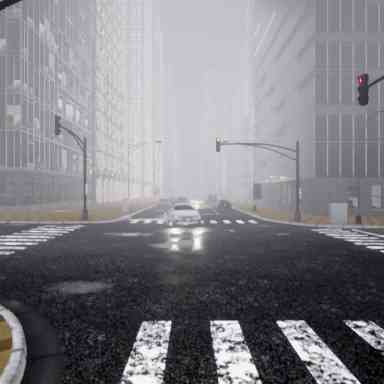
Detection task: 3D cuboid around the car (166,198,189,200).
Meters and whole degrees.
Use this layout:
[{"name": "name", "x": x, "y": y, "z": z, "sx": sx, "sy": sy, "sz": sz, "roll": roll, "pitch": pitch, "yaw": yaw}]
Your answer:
[{"name": "car", "x": -1.517, "y": 1.613, "z": 36.965, "sx": 1.895, "sy": 1.301, "sz": 4.718, "roll": 0, "pitch": 0, "yaw": 0}]

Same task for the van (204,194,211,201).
[{"name": "van", "x": 3.712, "y": 1.315, "z": 80.482, "sx": 1.690, "sy": 1.788, "sz": 3.998, "roll": 0, "pitch": 0, "yaw": 0}]

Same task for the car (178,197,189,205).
[{"name": "car", "x": -1.577, "y": 1.597, "z": 61.616, "sx": 1.895, "sy": 1.301, "sz": 4.718, "roll": 0, "pitch": 0, "yaw": 0}]

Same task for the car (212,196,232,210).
[{"name": "car", "x": 3.926, "y": 1.576, "z": 41.790, "sx": 1.947, "sy": 1.339, "sz": 4.313, "roll": 0, "pitch": 0, "yaw": 0}]

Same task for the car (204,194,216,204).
[{"name": "car", "x": 3.783, "y": 1.308, "z": 63.899, "sx": 2.192, "sy": 1.841, "sz": 5.009, "roll": 0, "pitch": 0, "yaw": 0}]

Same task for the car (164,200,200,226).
[{"name": "car", "x": -0.686, "y": 1.545, "z": 23.644, "sx": 1.812, "sy": 1.442, "sz": 4.674, "roll": 0, "pitch": 0, "yaw": -11}]

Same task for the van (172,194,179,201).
[{"name": "van", "x": -4.191, "y": 1.309, "z": 85.976, "sx": 1.690, "sy": 1.788, "sz": 3.998, "roll": 0, "pitch": 0, "yaw": 0}]

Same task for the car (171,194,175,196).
[{"name": "car", "x": -4.097, "y": 1.559, "z": 63.866, "sx": 1.947, "sy": 1.339, "sz": 4.313, "roll": 0, "pitch": 0, "yaw": 0}]

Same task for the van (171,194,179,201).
[{"name": "van", "x": -4.168, "y": 1.315, "z": 80.449, "sx": 1.690, "sy": 1.788, "sz": 3.998, "roll": 0, "pitch": 0, "yaw": 0}]

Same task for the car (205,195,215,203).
[{"name": "car", "x": 3.759, "y": 1.427, "z": 69.428, "sx": 1.967, "sy": 1.590, "sz": 4.097, "roll": 0, "pitch": 0, "yaw": 0}]

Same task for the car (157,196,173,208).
[{"name": "car", "x": -4.027, "y": 1.589, "z": 47.283, "sx": 1.802, "sy": 1.307, "sz": 4.206, "roll": 0, "pitch": 0, "yaw": 0}]

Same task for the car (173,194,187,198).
[{"name": "car", "x": -1.566, "y": 1.512, "z": 50.575, "sx": 1.837, "sy": 1.490, "sz": 4.892, "roll": 0, "pitch": 0, "yaw": 0}]
